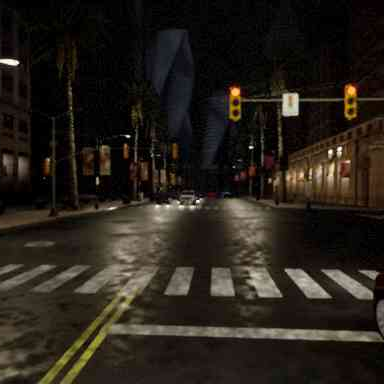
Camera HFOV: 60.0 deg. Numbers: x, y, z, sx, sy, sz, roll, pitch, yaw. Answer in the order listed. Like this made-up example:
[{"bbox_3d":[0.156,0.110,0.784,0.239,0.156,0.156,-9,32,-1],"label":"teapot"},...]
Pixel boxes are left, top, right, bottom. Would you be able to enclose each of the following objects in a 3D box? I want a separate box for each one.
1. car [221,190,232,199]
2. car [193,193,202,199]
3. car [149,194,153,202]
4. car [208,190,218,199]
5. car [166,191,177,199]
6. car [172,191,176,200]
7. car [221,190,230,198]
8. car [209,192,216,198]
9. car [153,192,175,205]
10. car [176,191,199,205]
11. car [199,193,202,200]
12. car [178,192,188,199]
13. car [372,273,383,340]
[{"bbox_3d":[8.434,0.871,78.843,2.128,1.511,4.902,0,0,3],"label":"car"},{"bbox_3d":[1.451,0.887,79.350,1.994,1.385,4.181,0,0,3],"label":"car"},{"bbox_3d":[-6.459,1.012,60.444,2.161,1.482,4.786,0,0,3],"label":"car"},{"bbox_3d":[4.922,0.574,78.695,2.150,2.045,5.566,0,0,3],"label":"car"},{"bbox_3d":[-5.000,0.673,82.325,2.185,1.767,4.553,0,0,3],"label":"car"},{"bbox_3d":[-3.107,0.953,63.437,1.882,1.535,5.008,0,1,4],"label":"car"},{"bbox_3d":[8.963,0.482,88.906,2.150,2.045,5.566,0,0,3],"label":"car"},{"bbox_3d":[5.466,0.756,89.062,1.837,1.490,4.892,0,0,3],"label":"car"},{"bbox_3d":[-4.058,1.098,49.080,1.837,1.490,4.892,0,1,4],"label":"car"},{"bbox_3d":[-0.597,0.820,48.377,2.150,2.045,5.566,0,1,4],"label":"car"},{"bbox_3d":[0.621,0.954,66.384,1.837,1.490,4.892,0,1,4],"label":"car"},{"bbox_3d":[-2.079,0.872,78.867,2.128,1.511,4.902,0,0,3],"label":"car"},{"bbox_3d":[3.630,1.450,3.186,1.882,1.535,5.008,0,0,4],"label":"car"}]
